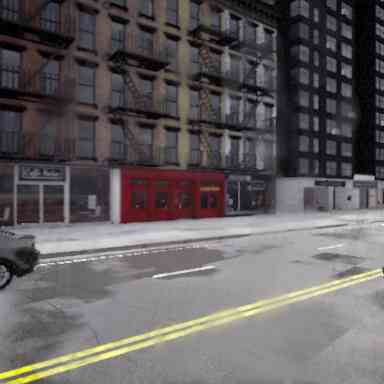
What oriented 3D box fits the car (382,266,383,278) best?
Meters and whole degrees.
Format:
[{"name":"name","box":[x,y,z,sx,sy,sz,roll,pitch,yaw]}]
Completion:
[{"name":"car","box":[6.821,1.552,8.305,5.357,1.411,2.033,0,0,-35]}]

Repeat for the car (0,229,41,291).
[{"name":"car","box":[-6.042,1.505,7.361,4.892,1.490,1.837,0,0,-35]}]
